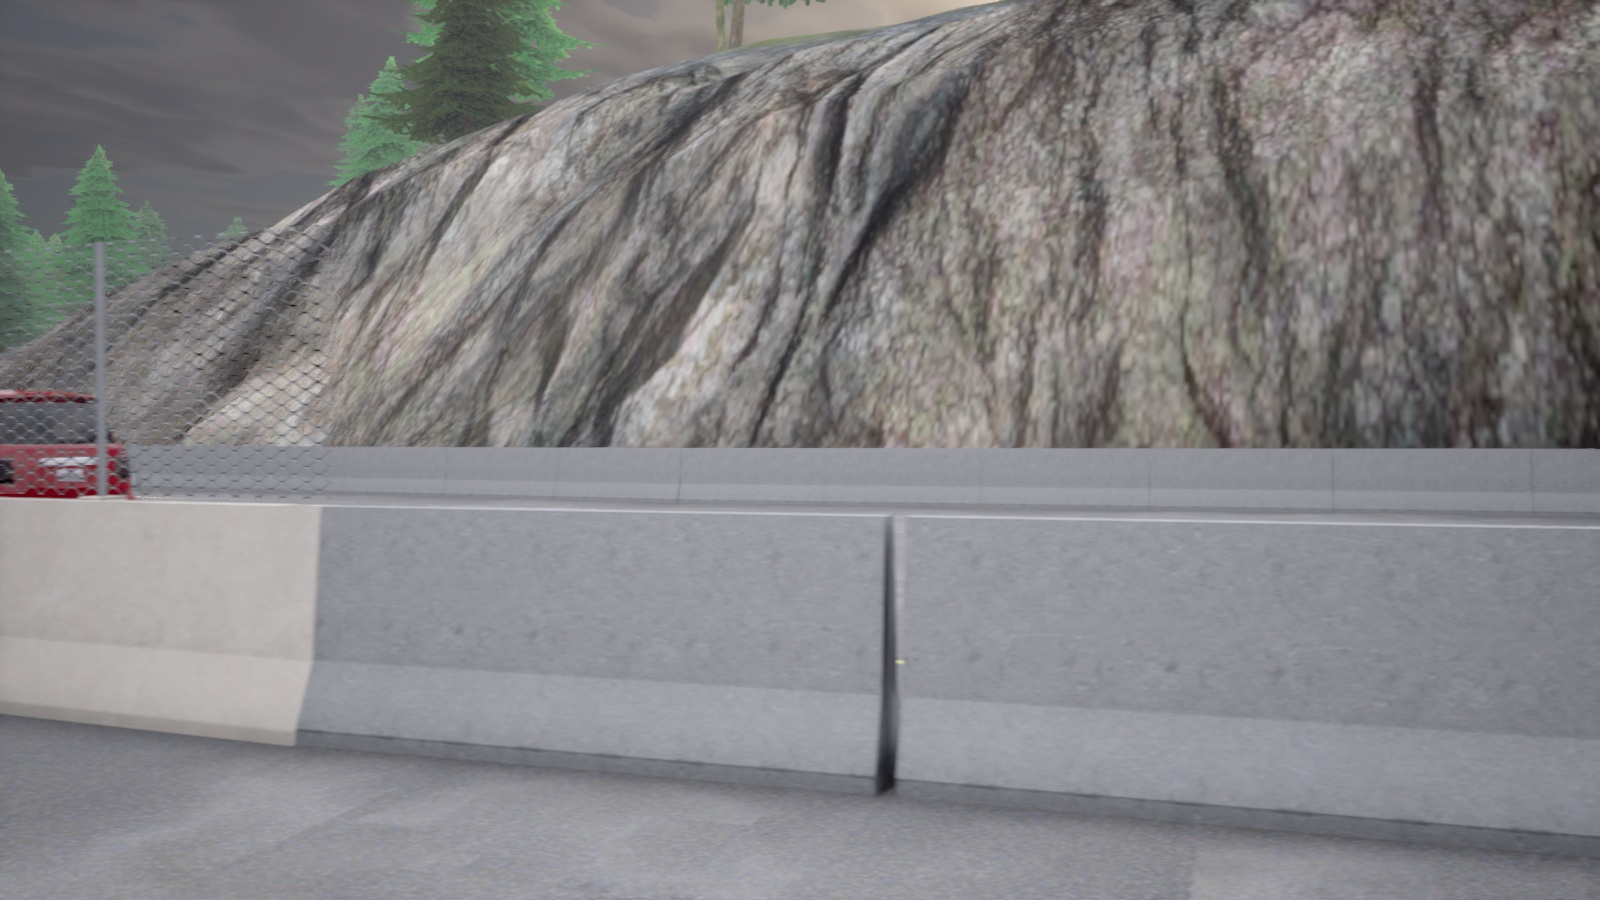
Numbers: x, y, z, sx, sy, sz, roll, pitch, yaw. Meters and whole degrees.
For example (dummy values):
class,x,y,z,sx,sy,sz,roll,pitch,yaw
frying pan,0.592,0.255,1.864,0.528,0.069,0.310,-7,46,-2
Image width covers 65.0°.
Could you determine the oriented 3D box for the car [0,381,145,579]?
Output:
class,x,y,z,sx,sy,sz,roll,pitch,yaw
car,-10.566,0.272,14.607,5.566,2.045,2.150,1,1,23
